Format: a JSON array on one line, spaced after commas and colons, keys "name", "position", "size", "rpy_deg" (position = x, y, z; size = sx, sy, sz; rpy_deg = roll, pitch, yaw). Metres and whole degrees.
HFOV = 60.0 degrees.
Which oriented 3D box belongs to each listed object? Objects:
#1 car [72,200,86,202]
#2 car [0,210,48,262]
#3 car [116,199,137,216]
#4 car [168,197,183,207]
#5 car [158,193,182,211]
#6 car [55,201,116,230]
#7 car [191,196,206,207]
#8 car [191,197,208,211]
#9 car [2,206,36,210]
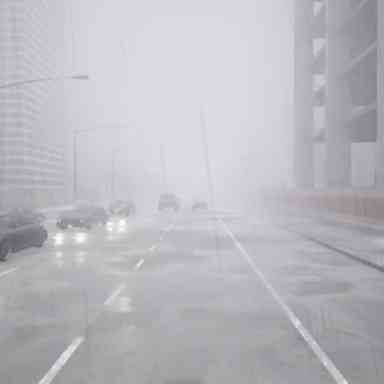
[{"name": "car", "position": [-10.038, 1.477, 29.717], "size": [1.812, 1.442, 4.674], "rpy_deg": [0, 0, 2]}, {"name": "car", "position": [-6.925, 1.543, 11.962], "size": [1.994, 1.385, 4.181], "rpy_deg": [0, 0, 1]}, {"name": "car", "position": [-6.487, 1.441, 31.373], "size": [2.128, 1.511, 4.902], "rpy_deg": [0, 0, 2]}, {"name": "car", "position": [-2.479, 1.522, 50.584], "size": [1.895, 1.301, 4.718], "rpy_deg": [0, 0, 1]}, {"name": "car", "position": [-2.728, 1.160, 39.554], "size": [2.150, 2.045, 5.566], "rpy_deg": [0, 0, 1]}, {"name": "car", "position": [-6.719, 1.513, 21.202], "size": [2.033, 1.411, 5.357], "rpy_deg": [0, 0, 2]}, {"name": "car", "position": [1.013, 1.415, 50.129], "size": [2.128, 1.511, 4.902], "rpy_deg": [0, 0, 1]}, {"name": "car", "position": [0.866, 1.465, 39.651], "size": [1.812, 1.442, 4.674], "rpy_deg": [0, 0, 1]}, {"name": "car", "position": [-10.275, 1.531, 19.447], "size": [1.994, 1.385, 4.181], "rpy_deg": [0, 0, 1]}]
